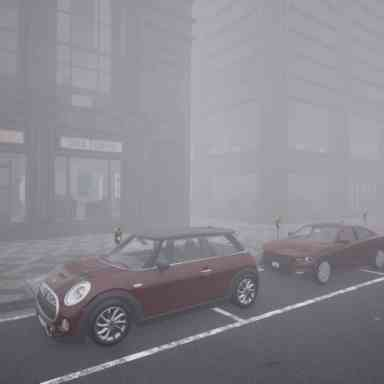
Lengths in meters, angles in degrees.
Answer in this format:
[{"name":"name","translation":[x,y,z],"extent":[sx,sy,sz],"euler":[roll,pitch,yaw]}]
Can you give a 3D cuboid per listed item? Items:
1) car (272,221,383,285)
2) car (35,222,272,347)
[{"name":"car","translation":[3.893,1.545,9.530],"extent":[4.507,1.381,1.887],"euler":[0,1,-35]},{"name":"car","translation":[-0.686,1.440,6.263],"extent":[4.097,1.590,1.967],"euler":[0,1,-35]}]
